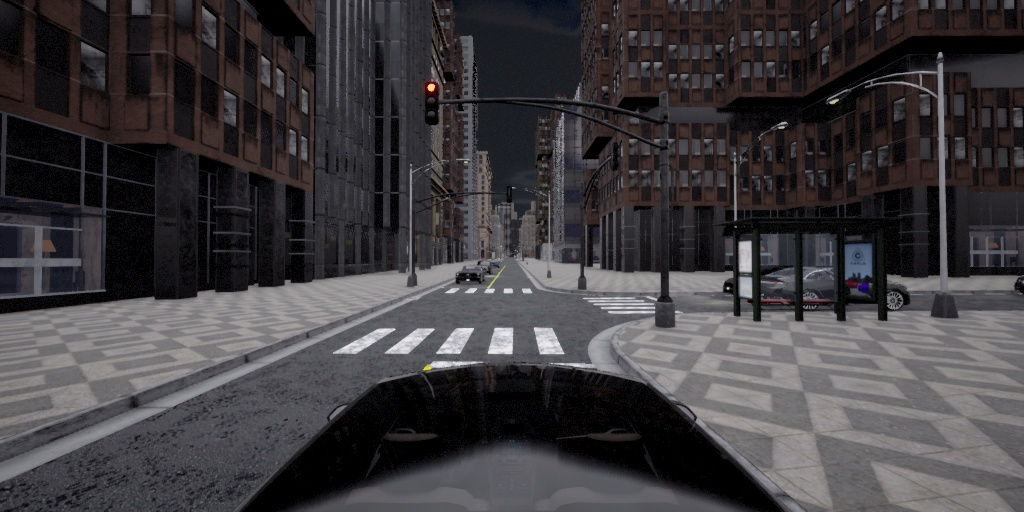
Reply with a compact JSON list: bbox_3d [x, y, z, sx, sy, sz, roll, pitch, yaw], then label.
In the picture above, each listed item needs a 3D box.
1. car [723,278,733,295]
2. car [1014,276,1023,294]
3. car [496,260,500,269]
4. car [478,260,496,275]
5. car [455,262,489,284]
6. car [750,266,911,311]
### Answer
[{"bbox_3d":[12.205,1.195,16.174,4.892,1.490,1.837,0,-1,2],"label":"car"},{"bbox_3d":[25.955,1.094,16.195,4.902,1.511,2.128,-1,-1,0],"label":"car"},{"bbox_3d":[-2.960,1.313,58.835,2.033,1.411,5.357,0,0,1],"label":"car"},{"bbox_3d":[-3.051,1.265,38.724,1.837,1.490,4.892,0,0,0],"label":"car"},{"bbox_3d":[-3.067,1.358,27.181,1.895,1.301,4.718,0,0,0],"label":"car"},{"bbox_3d":[11.518,1.145,13.103,4.902,1.511,2.128,0,-1,0],"label":"car"}]
